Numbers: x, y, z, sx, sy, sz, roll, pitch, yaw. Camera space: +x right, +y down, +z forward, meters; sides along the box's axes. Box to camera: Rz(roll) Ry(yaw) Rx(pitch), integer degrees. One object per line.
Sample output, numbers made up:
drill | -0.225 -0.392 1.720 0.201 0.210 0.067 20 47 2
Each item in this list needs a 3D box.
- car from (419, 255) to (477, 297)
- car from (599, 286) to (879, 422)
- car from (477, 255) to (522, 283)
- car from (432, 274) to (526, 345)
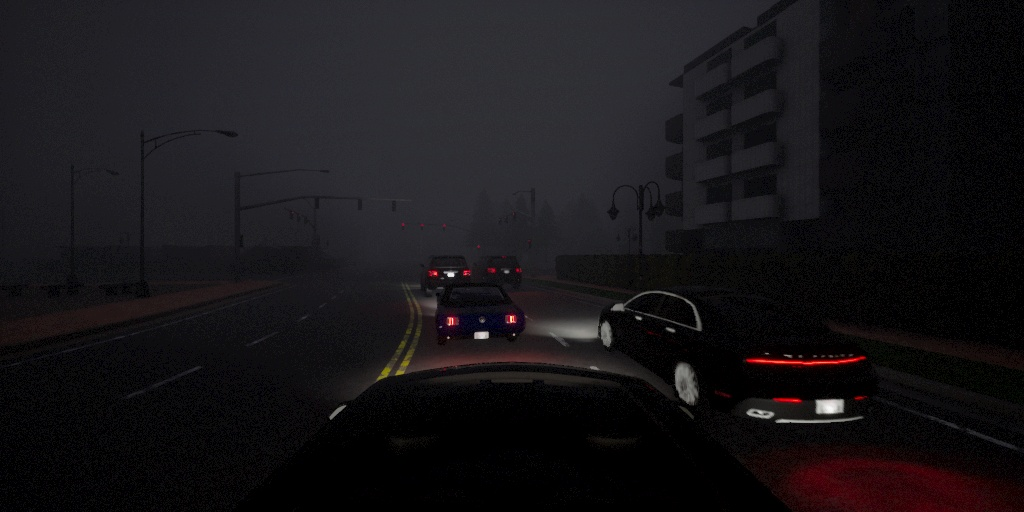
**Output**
car | -3.613 0.971 19.013 2.150 2.045 5.566 0 0 -18
car | 2.996 1.257 6.048 1.837 1.490 4.892 0 1 -5
car | -1.110 0.971 22.585 2.150 2.045 5.566 0 0 -17
car | -1.078 1.351 9.579 1.895 1.301 4.718 0 0 -12
